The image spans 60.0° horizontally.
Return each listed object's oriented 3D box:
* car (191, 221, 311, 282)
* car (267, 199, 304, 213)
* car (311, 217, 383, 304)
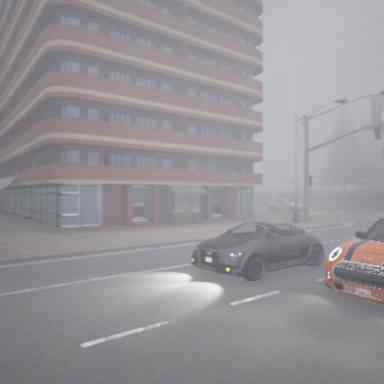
[{"bbox_3d":[2.039,1.570,9.849,4.181,1.385,1.994,0,0,-36],"label":"car"},{"bbox_3d":[10.744,1.545,37.976,1.812,1.442,4.674,0,0,-37],"label":"car"},{"bbox_3d":[5.126,1.353,7.773,4.553,1.767,2.097,0,0,-36],"label":"car"}]
